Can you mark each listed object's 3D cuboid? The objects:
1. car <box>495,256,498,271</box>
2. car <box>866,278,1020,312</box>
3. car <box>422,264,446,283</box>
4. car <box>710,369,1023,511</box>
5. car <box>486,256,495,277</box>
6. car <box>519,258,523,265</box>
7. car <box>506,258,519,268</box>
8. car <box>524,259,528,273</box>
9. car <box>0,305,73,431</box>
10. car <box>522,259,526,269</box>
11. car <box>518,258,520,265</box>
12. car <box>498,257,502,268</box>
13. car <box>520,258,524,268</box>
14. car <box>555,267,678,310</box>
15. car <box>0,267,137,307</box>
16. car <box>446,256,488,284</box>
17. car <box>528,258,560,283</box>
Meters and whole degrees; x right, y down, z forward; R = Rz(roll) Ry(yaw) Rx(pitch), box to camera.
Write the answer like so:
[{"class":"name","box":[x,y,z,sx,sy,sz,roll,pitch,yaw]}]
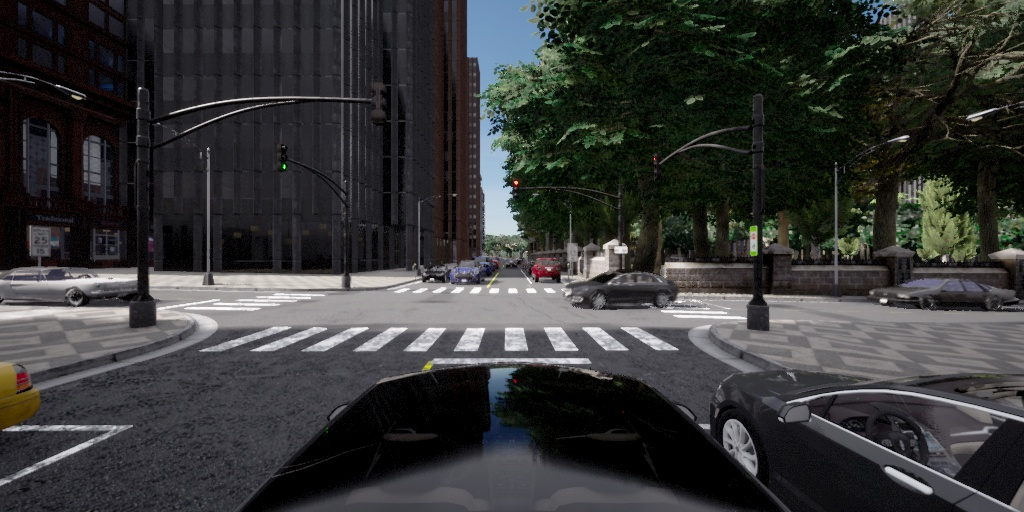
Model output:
[{"class":"car","box":[-3.246,1.141,46.765,2.097,1.767,4.553,0,0,0]},{"class":"car","box":[19.906,1.732,16.653,5.357,1.411,2.033,1,0,-1]},{"class":"car","box":[-5.854,1.331,28.386,1.948,1.339,4.313,0,0,0]},{"class":"car","box":[2.764,1.300,1.760,2.007,1.370,4.403,0,0,0]},{"class":"car","box":[-3.216,0.997,36.582,2.150,2.045,5.566,0,0,0]},{"class":"car","box":[2.577,1.241,55.706,1.967,1.591,4.097,0,0,0]},{"class":"car","box":[-0.105,1.409,61.492,1.895,1.301,4.718,0,0,0]},{"class":"car","box":[2.634,1.345,39.337,1.948,1.339,4.313,0,0,0]},{"class":"car","box":[-5.760,1.275,1.551,1.751,1.417,4.829,0,0,0]},{"class":"car","box":[2.615,1.337,44.793,2.007,1.370,4.403,0,0,0]},{"class":"car","box":[2.558,1.248,61.163,1.967,1.591,4.097,0,0,0]},{"class":"car","box":[-3.245,1.024,57.271,2.150,2.045,5.566,0,0,0]},{"class":"car","box":[2.596,1.344,50.250,2.007,1.370,4.403,0,0,0]},{"class":"car","box":[4.553,1.372,15.085,4.892,1.490,1.837,2,0,-15]},{"class":"car","box":[-16.480,1.071,13.125,4.718,1.301,1.895,1,0,-1]},{"class":"car","box":[-3.249,1.116,26.822,2.097,1.767,4.553,0,0,1]},{"class":"car","box":[2.672,1.080,28.425,2.192,1.841,5.009,0,0,0]}]
